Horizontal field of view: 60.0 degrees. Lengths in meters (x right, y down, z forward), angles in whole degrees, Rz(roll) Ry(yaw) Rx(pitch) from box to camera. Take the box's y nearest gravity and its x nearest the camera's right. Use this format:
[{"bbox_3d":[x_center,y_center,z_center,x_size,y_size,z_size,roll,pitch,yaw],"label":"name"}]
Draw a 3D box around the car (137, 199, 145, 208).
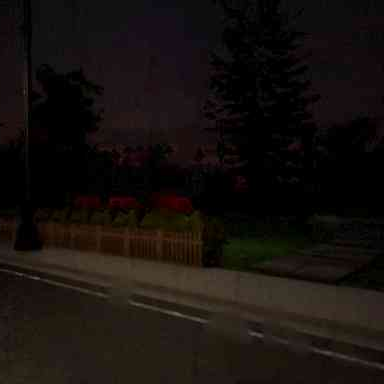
[{"bbox_3d":[-7.940,1.966,59.170,1.837,1.490,4.892,-1,-1,36],"label":"car"}]
